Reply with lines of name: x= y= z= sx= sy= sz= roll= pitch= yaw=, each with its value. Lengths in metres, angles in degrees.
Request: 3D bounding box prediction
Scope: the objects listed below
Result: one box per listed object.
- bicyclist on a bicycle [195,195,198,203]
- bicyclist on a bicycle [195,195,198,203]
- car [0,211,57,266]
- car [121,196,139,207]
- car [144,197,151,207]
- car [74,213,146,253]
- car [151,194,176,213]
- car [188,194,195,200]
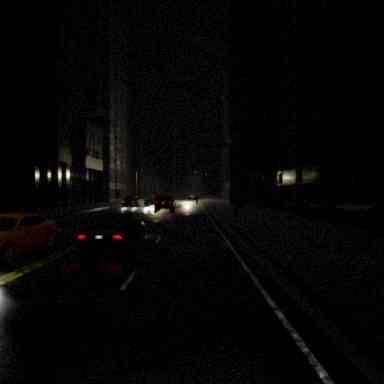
bicyclist on a bicycle: x=0.887 y=1.555 z=61.460 sx=0.582 sy=1.620 sz=1.656 roll=0 pitch=-1 yaw=0
bicyclist on a bicycle: x=0.887 y=1.467 z=70.432 sx=0.659 sy=1.776 sz=1.843 roll=0 pitch=0 yaw=0
car: x=-6.600 y=1.513 z=11.925 sx=1.882 sy=1.535 sz=5.008 roll=0 pitch=0 yaw=0
car: x=-9.819 y=1.448 z=53.051 sx=2.097 sy=1.767 sz=4.553 roll=0 pitch=0 yaw=0
car: x=-6.570 y=1.588 z=53.345 sx=2.128 sy=1.511 sz=4.902 roll=0 pitch=0 yaw=0
car: x=-3.150 y=1.587 z=13.756 sx=2.033 sy=1.411 sz=5.357 roll=0 pitch=0 yaw=0
car: x=-3.154 y=1.304 z=39.212 sx=2.150 sy=2.045 sz=5.566 roll=0 pitch=0 yaw=0
car: x=-0.007 y=1.500 z=88.421 sx=1.994 sy=1.385 sz=4.181 roll=0 pitch=0 yaw=0
